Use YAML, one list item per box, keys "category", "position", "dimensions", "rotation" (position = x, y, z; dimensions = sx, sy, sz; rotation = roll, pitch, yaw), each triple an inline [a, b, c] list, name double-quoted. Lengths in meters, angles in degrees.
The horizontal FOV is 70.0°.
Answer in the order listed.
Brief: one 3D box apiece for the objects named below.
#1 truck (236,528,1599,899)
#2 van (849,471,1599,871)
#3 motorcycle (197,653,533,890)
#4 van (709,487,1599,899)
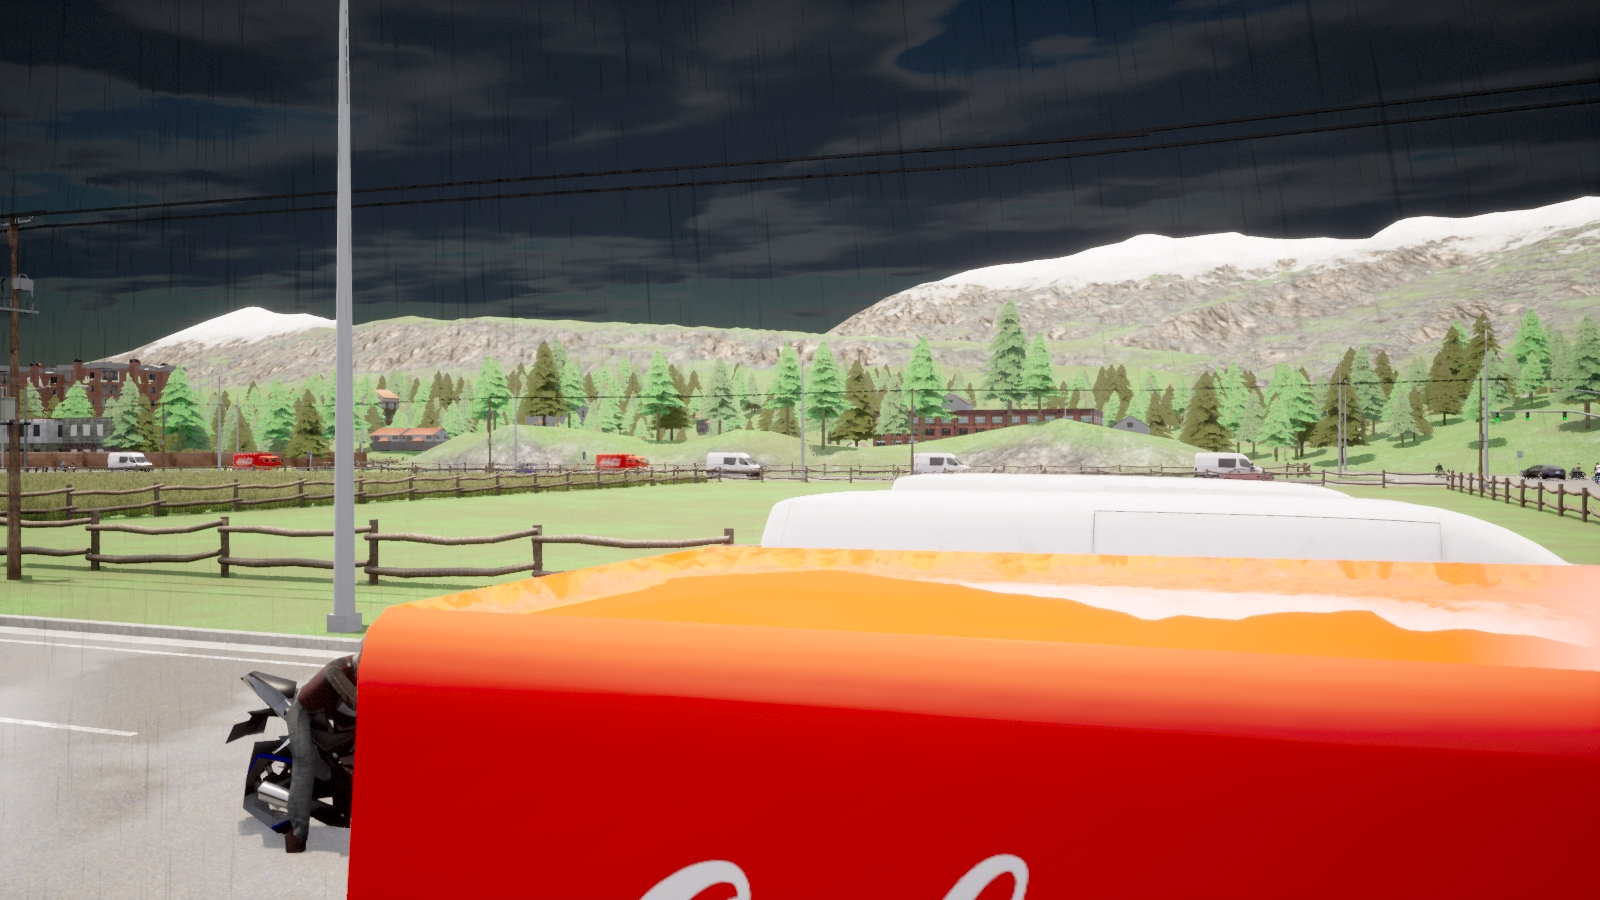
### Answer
- category: "truck"
  position: [1.689, 1.568, 2.755]
  dimensions: [5.204, 2.467, 2.627]
  rotation: [0, 0, 21]
- category: "van"
  position: [3.547, 1.530, 9.452]
  dimensions: [5.915, 2.561, 1.988]
  rotation: [1, 0, 20]
- category: "motorcycle"
  position: [-3.100, 2.209, 8.150]
  dimensions: [2.209, 1.251, 0.867]
  rotation: [0, 0, 20]
- category: "van"
  position: [2.633, 1.535, 6.060]
  dimensions: [5.915, 2.561, 1.988]
  rotation: [0, 0, 20]
